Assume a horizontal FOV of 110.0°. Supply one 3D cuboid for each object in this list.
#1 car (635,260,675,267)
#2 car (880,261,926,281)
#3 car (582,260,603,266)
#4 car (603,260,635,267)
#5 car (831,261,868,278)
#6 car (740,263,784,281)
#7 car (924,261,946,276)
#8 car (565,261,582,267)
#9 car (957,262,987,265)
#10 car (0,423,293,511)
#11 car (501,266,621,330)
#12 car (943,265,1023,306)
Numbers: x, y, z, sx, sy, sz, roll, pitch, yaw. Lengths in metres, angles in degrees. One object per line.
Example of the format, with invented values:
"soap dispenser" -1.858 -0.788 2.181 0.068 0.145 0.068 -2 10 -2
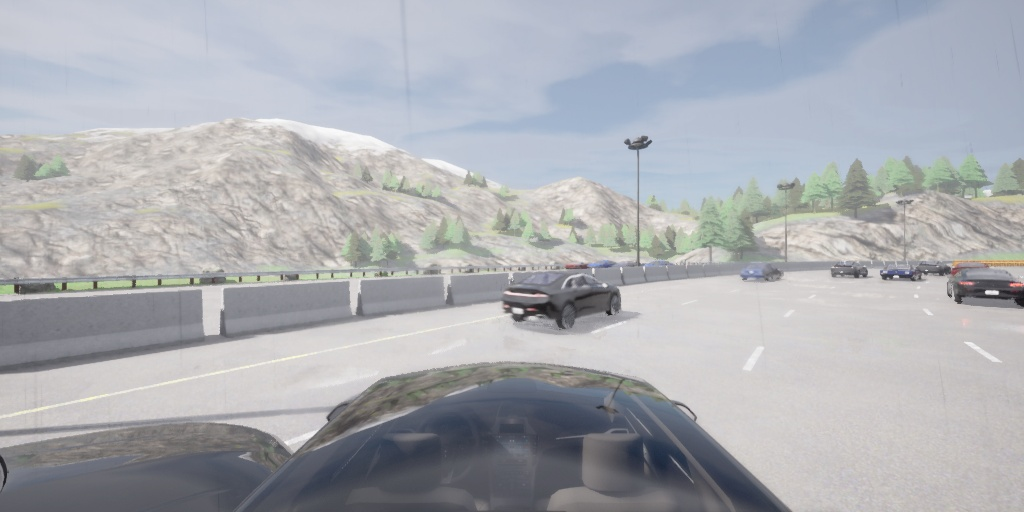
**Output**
"car" 16.225 1.248 39.743 5.008 1.535 1.882 0 0 -38
"car" 32.302 1.351 29.723 4.718 1.301 1.895 0 0 -35
"car" 11.522 1.229 44.947 5.008 1.535 1.882 0 0 -38
"car" 13.452 1.298 42.011 5.357 1.411 2.033 0 0 -38
"car" 31.368 1.241 33.332 4.902 1.511 2.128 0 0 -35
"car" 20.624 1.297 29.596 5.357 1.411 2.033 0 0 -40
"car" 43.305 1.241 36.857 4.902 1.511 2.128 0 0 -31
"car" 9.168 1.351 47.546 4.718 1.301 1.895 0 0 -38
"car" 36.287 1.228 28.243 5.008 1.535 1.882 1 0 -35
"car" -2.982 1.255 0.515 4.892 1.490 1.837 0 0 -45
"car" 1.749 1.240 11.312 2.128 1.511 4.902 0 0 41
"car" 20.631 1.276 15.708 4.674 1.442 1.812 0 0 -43
